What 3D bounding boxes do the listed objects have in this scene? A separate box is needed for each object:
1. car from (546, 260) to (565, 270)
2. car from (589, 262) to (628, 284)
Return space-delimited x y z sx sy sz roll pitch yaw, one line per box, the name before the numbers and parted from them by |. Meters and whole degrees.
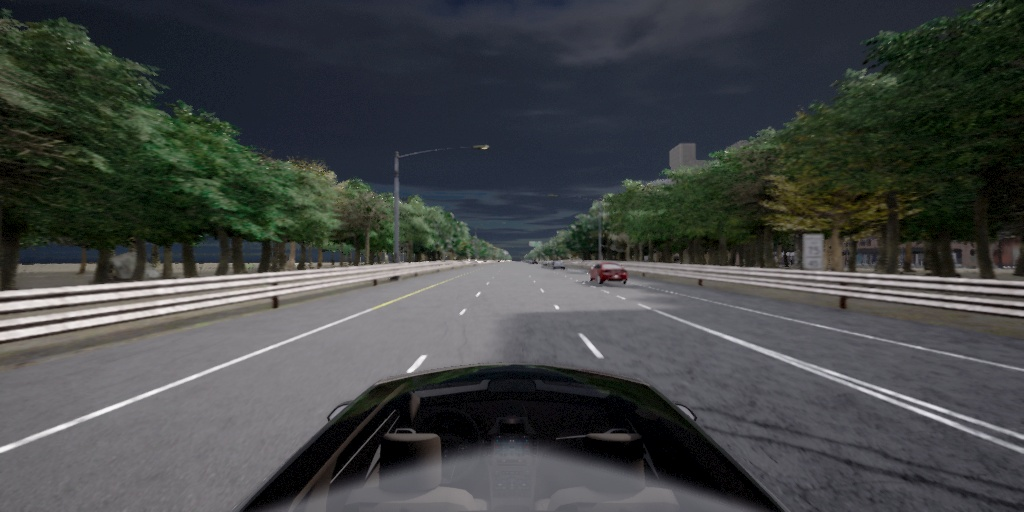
car | 7.080 1.397 56.219 2.033 1.411 5.357 0 0 0
car | 7.003 1.229 26.579 1.882 1.535 5.008 0 0 0
